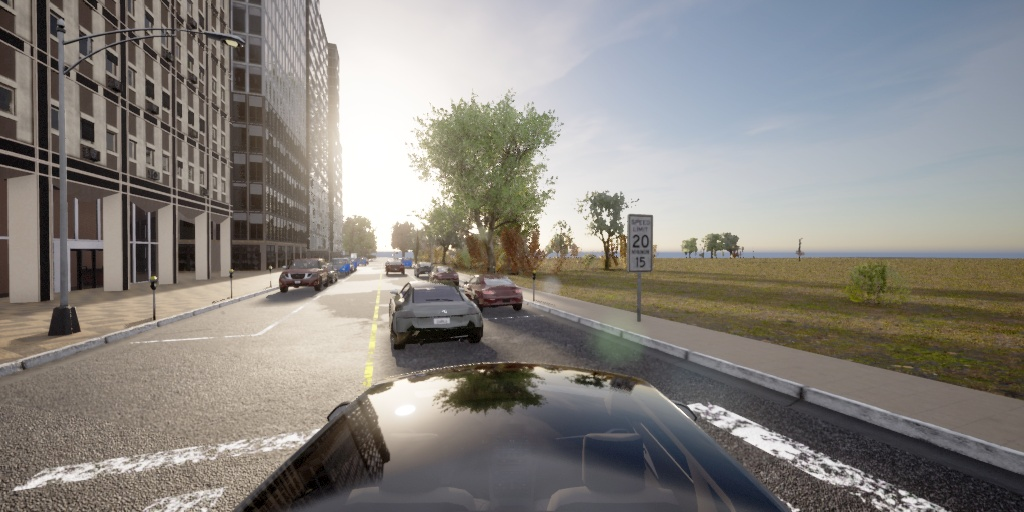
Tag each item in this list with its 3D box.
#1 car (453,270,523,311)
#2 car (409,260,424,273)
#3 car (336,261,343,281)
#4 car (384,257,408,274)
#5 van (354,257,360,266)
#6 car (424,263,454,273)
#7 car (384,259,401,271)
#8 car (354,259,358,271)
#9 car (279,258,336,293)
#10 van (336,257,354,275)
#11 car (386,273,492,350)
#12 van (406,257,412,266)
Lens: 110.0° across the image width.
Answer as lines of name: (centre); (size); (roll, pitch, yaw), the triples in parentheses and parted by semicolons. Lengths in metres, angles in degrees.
car: (-0.877, 1.323, 13.799); (1.802, 1.307, 4.207); (0, 0, -20)
car: (-8.474, 1.281, 34.623); (2.007, 1.370, 4.403); (0, 0, -20)
car: (-14.019, 1.308, 26.589); (1.948, 1.339, 4.313); (0, 0, -20)
car: (-12.788, 1.209, 39.230); (1.882, 1.535, 5.008); (0, 0, -19)
van: (-21.457, 1.074, 47.495); (1.690, 1.789, 3.998); (0, 0, -20)
car: (-4.650, 1.317, 24.222); (1.802, 1.307, 4.207); (0, 0, -20)
car: (-16.308, 1.218, 48.914); (2.128, 1.511, 4.902); (0, 0, -19)
car: (-19.586, 1.317, 42.272); (1.802, 1.307, 4.207); (0, 0, -20)
car: (-12.192, 1.060, 21.351); (2.192, 1.841, 5.009); (0, 0, -20)
van: (-17.715, 1.078, 37.050); (1.690, 1.789, 3.998); (0, 0, -20)
car: (-2.124, 1.310, 9.287); (1.994, 1.385, 4.181); (0, 0, -20)
van: (-17.819, 1.060, 60.705); (1.690, 1.789, 3.998); (0, 0, -20)
